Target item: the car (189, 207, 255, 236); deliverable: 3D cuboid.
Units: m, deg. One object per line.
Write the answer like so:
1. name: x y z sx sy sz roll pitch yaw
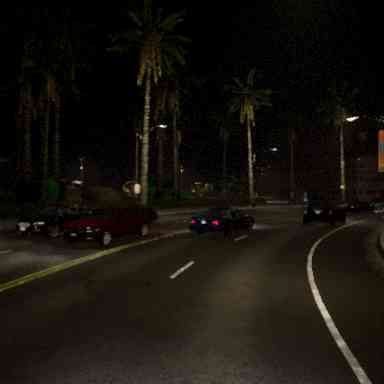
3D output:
1. car: 1.809 1.535 18.472 2.033 1.411 5.357 0 0 30

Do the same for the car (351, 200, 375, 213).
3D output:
1. car: 19.824 1.658 39.108 4.181 1.385 1.994 0 0 -39

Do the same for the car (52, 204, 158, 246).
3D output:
1. car: -3.735 1.428 15.399 1.882 1.535 5.008 0 0 22

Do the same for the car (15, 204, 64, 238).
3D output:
1. car: -6.748 1.417 17.354 2.128 1.511 4.902 0 0 22

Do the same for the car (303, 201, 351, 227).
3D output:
1. car: 9.569 1.390 23.787 2.097 1.767 4.553 1 0 35
